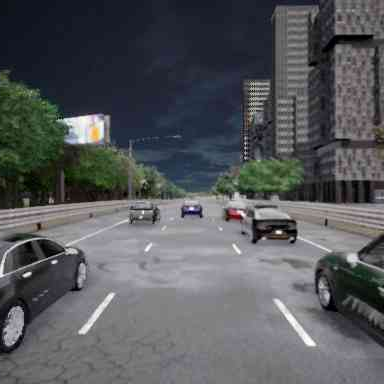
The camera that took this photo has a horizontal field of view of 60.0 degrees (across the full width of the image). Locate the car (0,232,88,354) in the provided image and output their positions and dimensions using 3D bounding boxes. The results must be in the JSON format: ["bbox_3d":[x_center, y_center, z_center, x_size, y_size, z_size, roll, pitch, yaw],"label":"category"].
[{"bbox_3d":[-3.402,1.500,6.064,1.837,1.490,4.892,0,0,0],"label":"car"}]

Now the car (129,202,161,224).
[{"bbox_3d":[-3.394,1.511,24.596,2.128,1.511,4.902,0,0,0],"label":"car"}]

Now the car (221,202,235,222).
[{"bbox_3d":[3.508,1.537,26.935,2.163,1.488,4.792,0,0,0],"label":"car"}]

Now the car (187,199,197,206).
[{"bbox_3d":[0.050,2.361,74.309,2.128,1.511,4.902,0,-1,0],"label":"car"}]

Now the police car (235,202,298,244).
[{"bbox_3d":[3.499,1.418,16.015,1.930,1.638,5.238,0,0,0],"label":"police car"}]

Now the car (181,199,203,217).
[{"bbox_3d":[-0.015,1.582,32.405,2.163,1.488,4.792,0,-1,0],"label":"car"}]

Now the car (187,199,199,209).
[{"bbox_3d":[0.097,1.919,52.973,1.812,1.442,4.674,0,-1,0],"label":"car"}]

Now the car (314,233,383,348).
[{"bbox_3d":[3.499,1.349,4.878,2.097,1.767,4.553,0,0,0],"label":"car"}]
